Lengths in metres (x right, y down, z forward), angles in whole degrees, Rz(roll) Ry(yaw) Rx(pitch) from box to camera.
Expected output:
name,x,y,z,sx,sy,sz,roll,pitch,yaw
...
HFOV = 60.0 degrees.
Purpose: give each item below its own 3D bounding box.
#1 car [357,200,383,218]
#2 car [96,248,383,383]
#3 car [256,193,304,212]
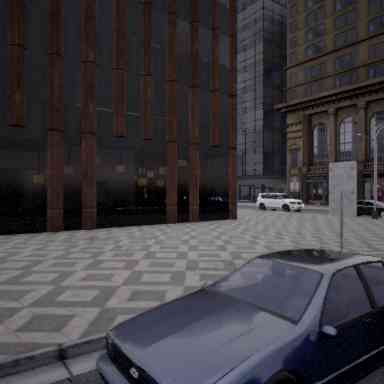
name,x,y,z,sx,sy,sz,roll,pitch,yaw
car,15.395,1.454,28.656,1.837,1.490,4.892,0,0,-37
car,1.580,1.547,4.505,5.357,1.411,2.033,0,0,-36
car,9.622,1.143,36.776,2.150,2.045,5.566,0,0,-36
